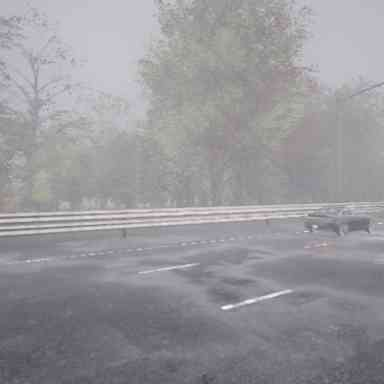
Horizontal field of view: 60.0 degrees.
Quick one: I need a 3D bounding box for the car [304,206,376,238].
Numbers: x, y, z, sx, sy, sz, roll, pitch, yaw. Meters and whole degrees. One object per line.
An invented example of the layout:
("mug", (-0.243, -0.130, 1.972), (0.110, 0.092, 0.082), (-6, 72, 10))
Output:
("car", (8.189, 1.538, 18.188), (4.902, 1.511, 2.128), (0, 0, -36))
